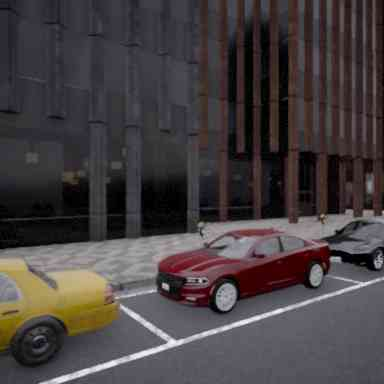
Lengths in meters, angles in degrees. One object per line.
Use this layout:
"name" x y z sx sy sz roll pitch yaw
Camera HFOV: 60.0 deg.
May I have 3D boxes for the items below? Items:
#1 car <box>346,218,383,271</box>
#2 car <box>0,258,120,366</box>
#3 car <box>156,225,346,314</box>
"car" 5.922 1.565 10.876 4.313 1.339 1.947 0 0 -36
"car" -3.393 1.526 4.229 4.829 1.417 1.752 0 0 -36
"car" 1.334 1.544 7.602 4.507 1.381 1.887 0 0 -36
